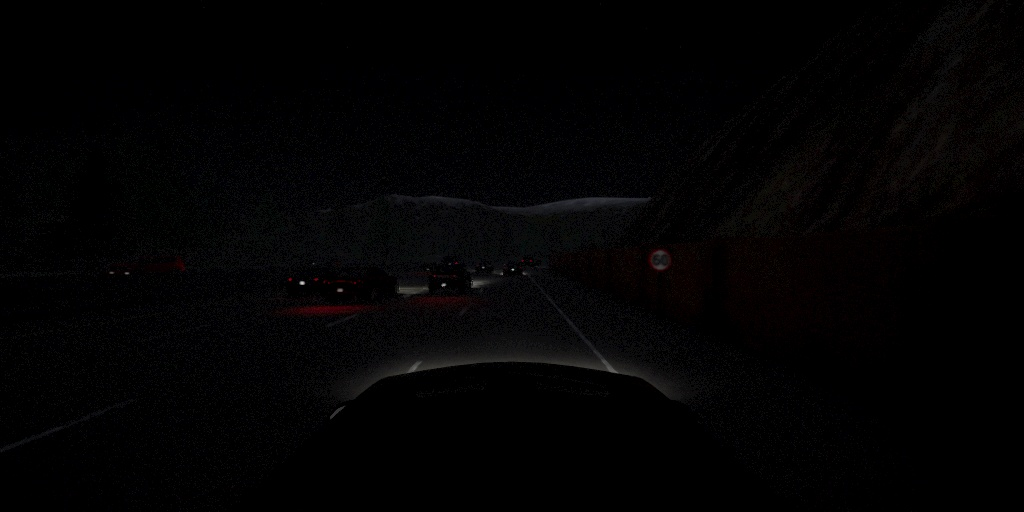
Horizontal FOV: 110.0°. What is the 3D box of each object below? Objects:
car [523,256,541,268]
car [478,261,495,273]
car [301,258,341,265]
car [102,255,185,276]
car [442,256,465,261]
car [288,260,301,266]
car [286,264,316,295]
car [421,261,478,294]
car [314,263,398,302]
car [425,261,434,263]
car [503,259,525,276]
[{"bbox_3d":[3.456,0.973,62.758,2.150,2.045,5.566,-1,0,21],"label":"car"},{"bbox_3d":[-3.284,1.314,44.337,1.994,1.385,4.181,0,0,2],"label":"car"},{"bbox_3d":[-21.024,1.275,39.866,1.812,1.442,4.674,0,0,-2],"label":"car"},{"bbox_3d":[-31.594,0.972,31.066,2.150,2.045,5.566,0,0,0],"label":"car"},{"bbox_3d":[-6.876,0.972,42.417,2.150,2.045,5.566,0,0,1],"label":"car"},{"bbox_3d":[-27.824,1.241,47.772,2.128,1.511,4.902,0,0,3],"label":"car"},{"bbox_3d":[-10.407,1.314,19.787,1.994,1.385,4.181,0,0,0],"label":"car"},{"bbox_3d":[-3.406,1.242,20.348,2.128,1.511,4.902,0,0,0],"label":"car"},{"bbox_3d":[-6.903,1.228,16.864,1.882,1.535,5.008,0,0,0],"label":"car"},{"bbox_3d":[-10.279,1.351,46.569,1.895,1.301,4.718,0,0,3],"label":"car"},{"bbox_3d":[0.089,1.314,37.426,1.994,1.385,4.181,0,0,0],"label":"car"}]
